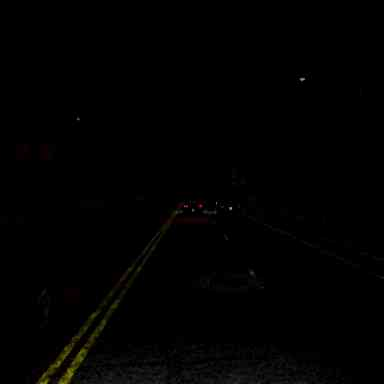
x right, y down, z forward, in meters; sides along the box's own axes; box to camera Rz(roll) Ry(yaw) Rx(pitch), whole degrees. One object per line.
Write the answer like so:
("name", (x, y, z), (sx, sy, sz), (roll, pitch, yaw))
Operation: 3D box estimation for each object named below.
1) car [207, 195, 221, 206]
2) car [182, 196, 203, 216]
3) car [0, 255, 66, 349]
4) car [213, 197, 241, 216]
("car", (3.318, 1.236, 47.312), (1.837, 1.490, 4.892), (0, 0, 0))
("car", (0.079, 1.357, 30.571), (1.812, 1.442, 4.674), (0, 0, 0))
("car", (-3.328, 1.579, 4.096), (1.895, 1.301, 4.718), (0, 0, 0))
("car", (3.330, 1.394, 30.669), (1.994, 1.385, 4.181), (0, 0, 0))
